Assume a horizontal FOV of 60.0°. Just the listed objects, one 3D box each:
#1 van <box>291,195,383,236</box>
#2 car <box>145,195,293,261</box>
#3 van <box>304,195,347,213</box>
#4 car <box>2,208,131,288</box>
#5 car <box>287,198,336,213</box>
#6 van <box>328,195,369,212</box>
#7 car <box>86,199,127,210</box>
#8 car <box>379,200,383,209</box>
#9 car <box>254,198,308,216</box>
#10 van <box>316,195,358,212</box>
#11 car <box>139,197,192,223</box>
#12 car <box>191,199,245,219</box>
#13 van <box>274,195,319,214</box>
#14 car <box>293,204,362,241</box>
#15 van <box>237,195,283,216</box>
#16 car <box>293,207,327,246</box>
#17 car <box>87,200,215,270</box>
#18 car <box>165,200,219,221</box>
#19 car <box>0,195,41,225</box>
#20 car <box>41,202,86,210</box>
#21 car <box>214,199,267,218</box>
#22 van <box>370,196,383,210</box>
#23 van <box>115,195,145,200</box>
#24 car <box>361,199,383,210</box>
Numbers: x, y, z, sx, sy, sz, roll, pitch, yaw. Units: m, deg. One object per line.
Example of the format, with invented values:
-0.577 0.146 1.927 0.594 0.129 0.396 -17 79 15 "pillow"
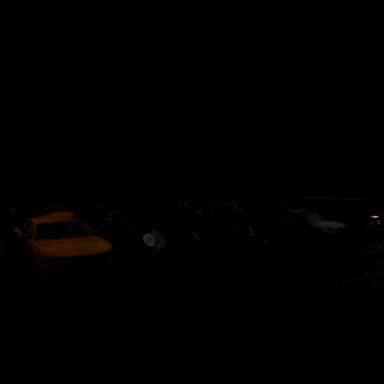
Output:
7.379 1.251 17.675 1.878 1.987 4.442 0 0 -36 "van"
0.685 1.205 12.719 2.435 2.045 5.566 0 0 -36 "car"
15.734 1.311 39.422 1.878 1.987 4.442 1 0 -36 "van"
-3.852 1.453 9.523 2.097 1.535 5.008 0 0 -36 "car"
13.529 1.515 37.998 2.097 1.535 5.008 0 0 -36 "car"
20.114 1.414 42.835 1.878 1.987 4.442 1 -1 -36 "van"
-6.757 1.457 23.504 2.231 1.521 4.892 0 0 -36 "car"
31.448 1.935 50.785 2.002 1.452 4.674 1 -1 -36 "car"
9.132 1.499 34.626 1.946 1.575 5.366 0 0 -36 "car"
17.961 1.365 41.298 1.878 1.987 4.442 1 -1 -35 "van"
-2.232 1.344 26.703 2.185 1.767 4.553 0 0 -36 "car"
2.262 1.482 29.943 2.097 1.535 5.008 0 0 -36 "car"
11.346 1.283 36.289 1.878 1.987 4.442 0 0 -36 "van"
5.185 1.510 15.969 2.002 1.452 4.674 0 0 -36 "car"
6.701 1.270 33.262 1.878 1.987 4.442 0 0 -36 "van"
2.910 1.493 14.379 2.163 1.488 4.792 0 0 -36 "car"
-1.606 1.327 11.157 2.185 1.767 4.553 0 0 -36 "car"
-0.095 1.475 28.261 2.097 1.535 5.008 0 0 -36 "car"
-11.283 1.199 20.316 2.435 2.045 5.566 0 0 -36 "car"
-8.905 1.448 21.751 1.946 1.575 5.366 0 0 -36 "car"
4.518 1.490 31.552 2.231 1.521 4.892 0 0 -36 "car"
29.131 1.618 49.271 1.878 1.987 4.442 1 -1 -36 "van"
-4.573 1.237 25.214 1.878 1.987 4.442 0 0 -36 "van"
27.044 1.835 47.635 2.002 1.452 4.674 1 -1 -36 "car"
